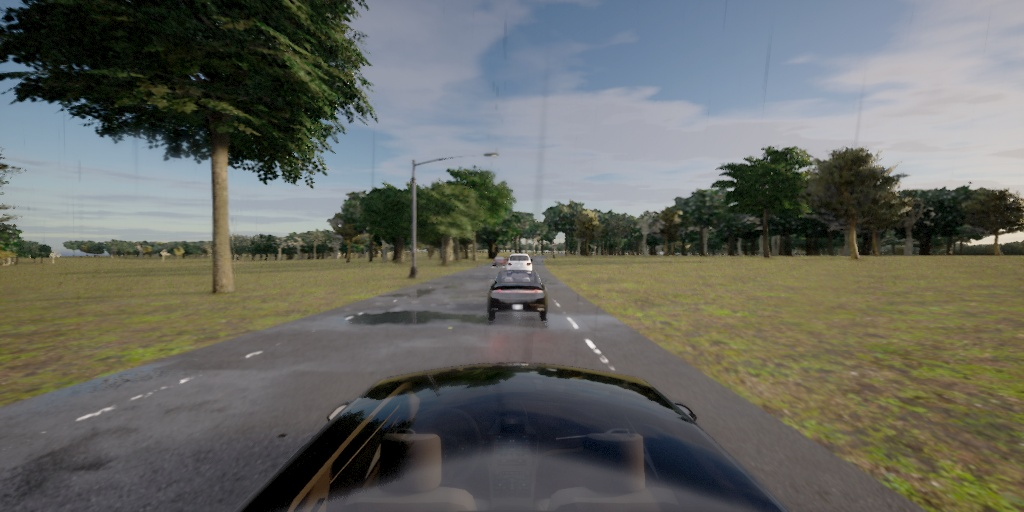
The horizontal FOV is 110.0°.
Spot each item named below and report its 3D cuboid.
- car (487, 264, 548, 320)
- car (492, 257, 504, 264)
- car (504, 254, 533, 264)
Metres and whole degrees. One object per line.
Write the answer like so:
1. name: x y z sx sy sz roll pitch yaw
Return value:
1. car: 0.194 1.223 12.572 2.128 1.511 4.902 0 0 1
2. car: -1.874 0.845 54.376 1.812 1.442 4.674 0 1 4
3. car: 0.697 0.817 32.437 2.150 2.045 5.566 0 1 2
